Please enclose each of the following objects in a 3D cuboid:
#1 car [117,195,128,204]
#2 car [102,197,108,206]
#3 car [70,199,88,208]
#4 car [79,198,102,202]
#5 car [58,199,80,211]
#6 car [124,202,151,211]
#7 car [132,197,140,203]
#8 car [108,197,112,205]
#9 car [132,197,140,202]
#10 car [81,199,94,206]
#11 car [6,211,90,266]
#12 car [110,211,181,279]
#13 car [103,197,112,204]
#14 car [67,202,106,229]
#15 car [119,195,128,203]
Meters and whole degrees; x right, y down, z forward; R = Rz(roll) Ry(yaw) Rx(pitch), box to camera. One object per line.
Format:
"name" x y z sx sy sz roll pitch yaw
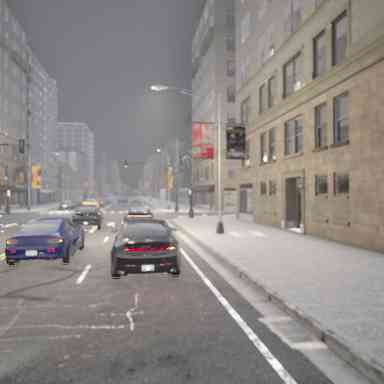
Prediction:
"car" -16.635 2.066 79.159 1.837 1.490 4.892 0 0 -10
"car" -16.386 1.782 58.094 2.097 1.767 4.553 0 0 -10
"car" -19.655 1.983 57.898 2.033 1.411 5.357 0 0 -9
"car" -14.855 1.843 48.958 1.882 1.535 5.008 0 0 -10
"car" -18.088 1.860 48.278 2.128 1.511 4.902 0 0 -13
"car" -3.486 1.646 21.850 2.128 1.511 4.902 0 0 -9
"car" -15.166 2.108 89.849 1.882 1.535 5.008 0 0 -10
"car" -17.981 2.049 67.755 1.994 1.385 4.181 0 0 -10
"car" -13.481 2.159 79.998 1.895 1.301 4.718 0 0 -10
"car" -21.284 2.099 67.792 1.895 1.301 4.718 0 0 -10
"car" -5.018 1.616 11.866 1.812 1.442 4.674 0 0 -10
"car" -1.479 1.579 10.435 1.837 1.490 4.892 0 0 -10
"car" -19.682 2.038 77.694 1.837 1.490 4.892 0 0 -10
"car" -7.134 1.675 22.935 1.837 1.490 4.892 0 0 -13
"car" -18.375 1.859 89.332 2.150 2.045 5.566 0 0 -10
